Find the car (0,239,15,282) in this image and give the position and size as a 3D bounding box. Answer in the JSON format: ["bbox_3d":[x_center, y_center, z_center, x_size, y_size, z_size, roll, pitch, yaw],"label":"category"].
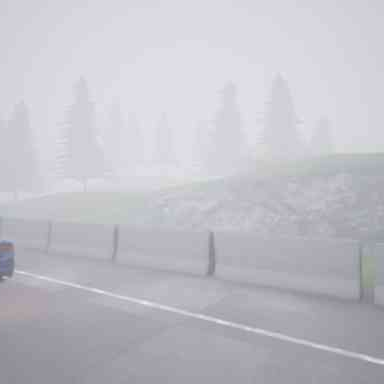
[{"bbox_3d":[-6.402,1.449,8.251,5.008,1.535,1.882,0,1,34],"label":"car"}]
